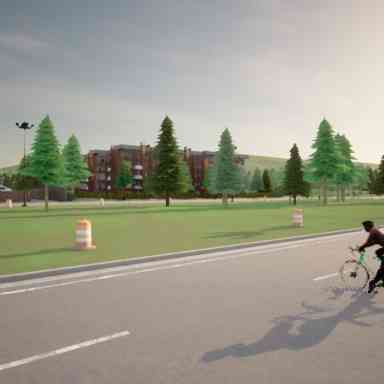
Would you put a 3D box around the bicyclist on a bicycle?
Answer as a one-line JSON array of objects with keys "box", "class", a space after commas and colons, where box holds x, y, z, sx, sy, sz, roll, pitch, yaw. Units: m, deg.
[{"box": [4.030, 1.453, 7.295, 0.582, 1.620, 1.656, 0, 0, -37], "class": "bicyclist on a bicycle"}]
